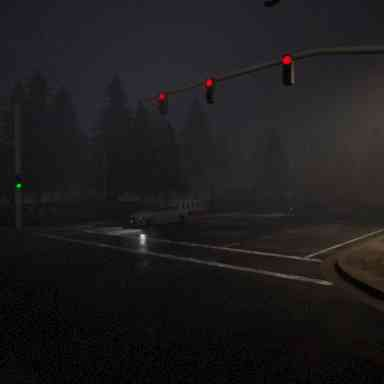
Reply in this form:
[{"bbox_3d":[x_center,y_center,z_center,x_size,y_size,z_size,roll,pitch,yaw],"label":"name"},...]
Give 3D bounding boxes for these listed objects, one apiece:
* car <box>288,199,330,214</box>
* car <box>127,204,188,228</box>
[{"bbox_3d":[12.186,1.468,34.754,4.902,1.511,2.128,0,0,-28],"label":"car"},{"bbox_3d":[-2.240,1.578,22.766,1.812,1.442,4.674,-1,0,43],"label":"car"}]
